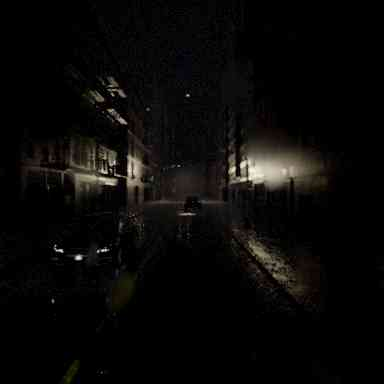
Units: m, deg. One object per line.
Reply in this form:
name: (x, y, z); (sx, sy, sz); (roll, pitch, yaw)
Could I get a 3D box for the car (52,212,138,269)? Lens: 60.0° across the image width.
car: (-3.001, 1.494, 11.219); (1.837, 1.490, 4.892); (0, 0, 0)

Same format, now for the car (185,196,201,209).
car: (0.094, 1.299, 43.943); (2.097, 1.767, 4.553); (0, 0, 0)
